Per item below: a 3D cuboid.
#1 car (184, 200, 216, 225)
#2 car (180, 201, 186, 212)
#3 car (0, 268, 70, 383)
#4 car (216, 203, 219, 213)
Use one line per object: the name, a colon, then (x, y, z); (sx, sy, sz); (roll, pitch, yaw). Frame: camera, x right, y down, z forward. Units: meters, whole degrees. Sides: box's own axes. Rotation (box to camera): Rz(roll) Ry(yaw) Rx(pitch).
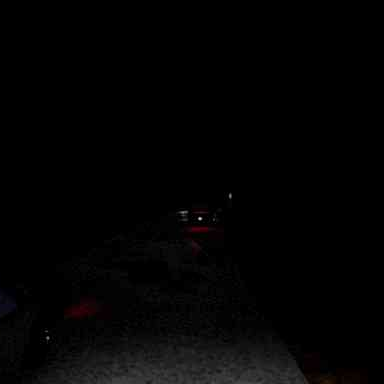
car: (0.697, 1.610, 25.259); (1.837, 1.490, 4.892); (0, -1, 3)
car: (-0.315, 1.912, 45.316); (2.033, 1.411, 5.357); (0, -1, 8)
car: (-2.839, 1.546, 2.964); (2.033, 1.411, 5.357); (0, 0, 0)
car: (2.350, 1.830, 42.817); (2.128, 1.511, 4.902); (0, -1, 7)
